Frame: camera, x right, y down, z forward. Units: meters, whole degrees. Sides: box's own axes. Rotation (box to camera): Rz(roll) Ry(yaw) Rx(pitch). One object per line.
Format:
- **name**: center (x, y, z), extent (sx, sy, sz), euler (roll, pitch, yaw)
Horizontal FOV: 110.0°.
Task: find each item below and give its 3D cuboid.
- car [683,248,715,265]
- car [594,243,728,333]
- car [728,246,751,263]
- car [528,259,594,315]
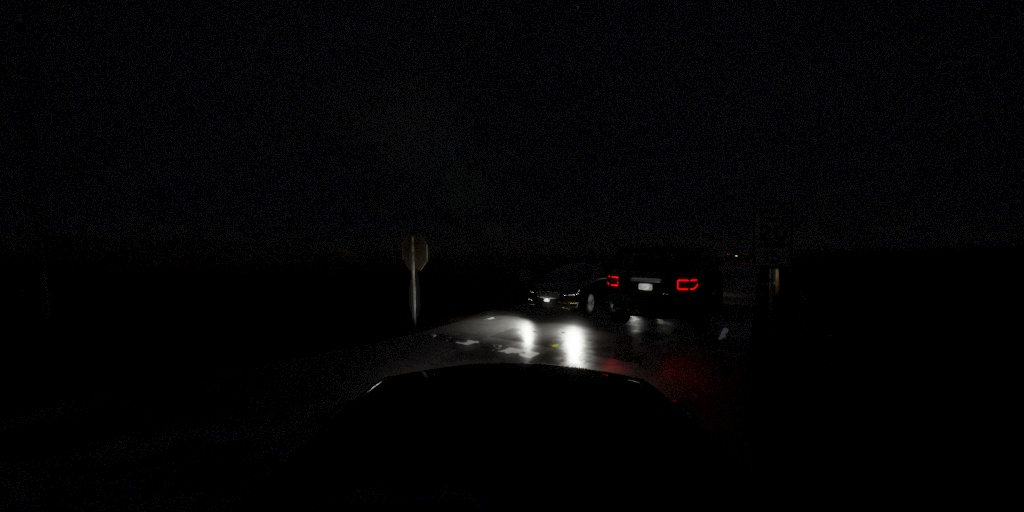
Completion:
- **car**: center (17.815, -0.039, 34.025), extent (2.033, 1.411, 5.357), euler (1, 2, 35)
- **car**: center (4.419, 0.661, 9.945), extent (2.150, 2.045, 5.566), euler (1, 3, 35)
- **car**: center (22.124, -0.110, 35.164), extent (1.994, 1.385, 4.181), euler (1, 2, 35)
- **car**: center (2.361, 0.895, 11.983), extent (1.837, 1.490, 4.892), euler (1, 3, 35)
